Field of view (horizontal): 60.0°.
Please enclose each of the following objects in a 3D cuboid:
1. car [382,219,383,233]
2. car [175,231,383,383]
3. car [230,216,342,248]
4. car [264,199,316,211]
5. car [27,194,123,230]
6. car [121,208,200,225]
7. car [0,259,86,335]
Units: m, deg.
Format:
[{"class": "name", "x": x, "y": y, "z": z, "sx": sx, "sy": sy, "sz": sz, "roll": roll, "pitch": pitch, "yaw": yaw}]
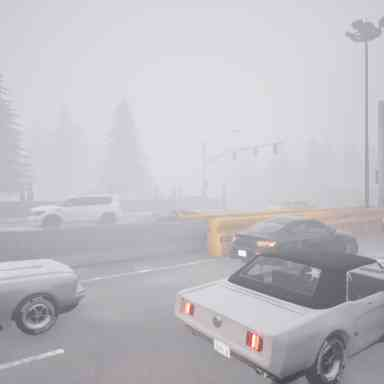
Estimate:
[{"class": "car", "x": 10.630, "y": 1.410, "z": 15.563, "sx": 4.674, "sy": 1.442, "sz": 1.812, "roll": -1, "pitch": 0, "yaw": -36}, {"class": "car", "x": 2.174, "y": 1.577, "z": 5.280, "sx": 4.718, "sy": 1.301, "sz": 1.895, "roll": -1, "pitch": 0, "yaw": -35}, {"class": "car", "x": 3.242, "y": 1.475, "z": 10.321, "sx": 4.674, "sy": 1.442, "sz": 1.812, "roll": -1, "pitch": 0, "yaw": -35}, {"class": "car", "x": 7.850, "y": 1.347, "z": 26.536, "sx": 5.008, "sy": 1.535, "sz": 1.882, "roll": 0, "pitch": 0, "yaw": -35}, {"class": "car", "x": -7.005, "y": 1.188, "z": 20.464, "sx": 5.566, "sy": 2.045, "sz": 2.150, "roll": 0, "pitch": 0, "yaw": -35}, {"class": "car", "x": -0.976, "y": 1.513, "z": 16.142, "sx": 4.181, "sy": 1.385, "sz": 1.994, "roll": 0, "pitch": 0, "yaw": -35}, {"class": "car", "x": -4.178, "y": 1.601, "z": 5.065, "sx": 4.718, "sy": 1.301, "sz": 1.895, "roll": 0, "pitch": 0, "yaw": -35}]
